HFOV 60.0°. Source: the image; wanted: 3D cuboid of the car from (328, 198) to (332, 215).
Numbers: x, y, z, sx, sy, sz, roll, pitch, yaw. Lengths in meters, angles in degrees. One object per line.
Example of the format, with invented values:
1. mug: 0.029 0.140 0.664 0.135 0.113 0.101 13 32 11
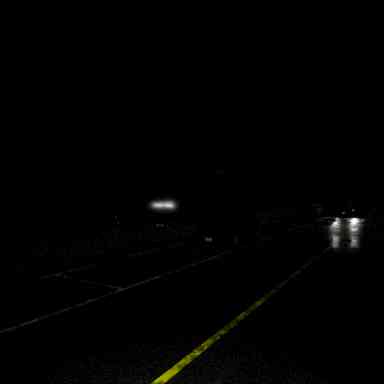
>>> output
1. car: 13.491 1.567 34.156 1.947 1.339 4.313 0 0 32

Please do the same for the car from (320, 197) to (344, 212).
1. car: 16.407 1.441 38.849 1.967 1.590 4.097 0 0 32

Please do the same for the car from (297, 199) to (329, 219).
1. car: 10.575 1.582 29.464 1.802 1.307 4.206 0 0 32

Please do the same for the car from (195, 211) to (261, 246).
1. car: 1.827 1.566 15.385 1.947 1.339 4.313 0 0 32

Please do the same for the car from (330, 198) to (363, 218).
1. car: 14.172 1.526 30.362 1.812 1.442 4.674 0 0 32
